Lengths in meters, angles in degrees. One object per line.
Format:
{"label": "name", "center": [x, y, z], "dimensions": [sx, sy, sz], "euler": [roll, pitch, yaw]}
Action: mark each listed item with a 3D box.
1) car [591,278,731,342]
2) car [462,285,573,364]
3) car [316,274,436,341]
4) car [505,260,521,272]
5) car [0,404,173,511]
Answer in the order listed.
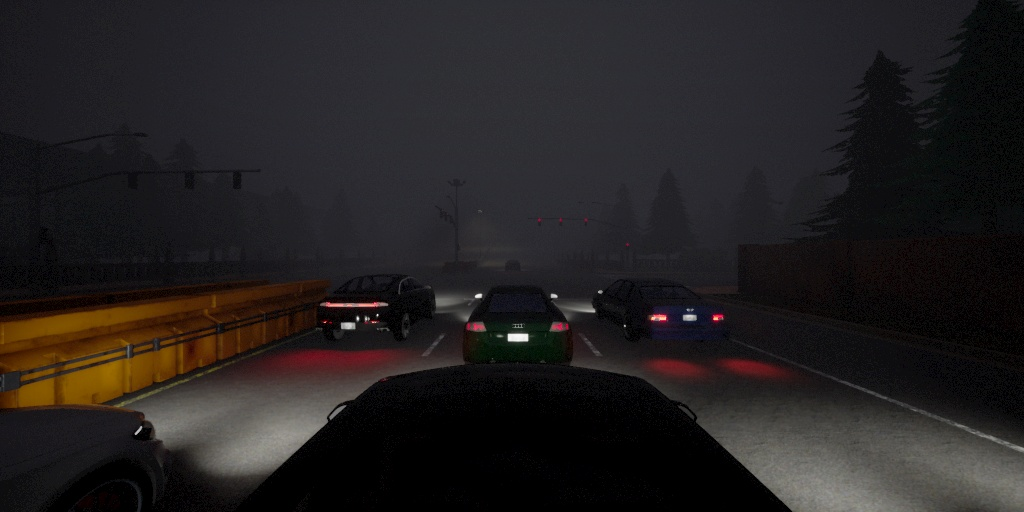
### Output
{"label": "car", "center": [3.601, 1.297, 9.774], "dimensions": [2.033, 1.411, 5.357], "euler": [0, 0, 0]}
{"label": "car", "center": [0.099, 1.314, 7.917], "dimensions": [1.994, 1.385, 4.181], "euler": [0, 0, 0]}
{"label": "car", "center": [-3.399, 1.241, 9.869], "dimensions": [2.128, 1.511, 4.902], "euler": [0, 0, 0]}
{"label": "car", "center": [0.103, 1.228, 46.016], "dimensions": [1.882, 1.535, 5.008], "euler": [0, 0, 0]}
{"label": "car", "center": [-3.403, 1.276, 0.632], "dimensions": [1.812, 1.442, 4.674], "euler": [0, 0, 0]}
